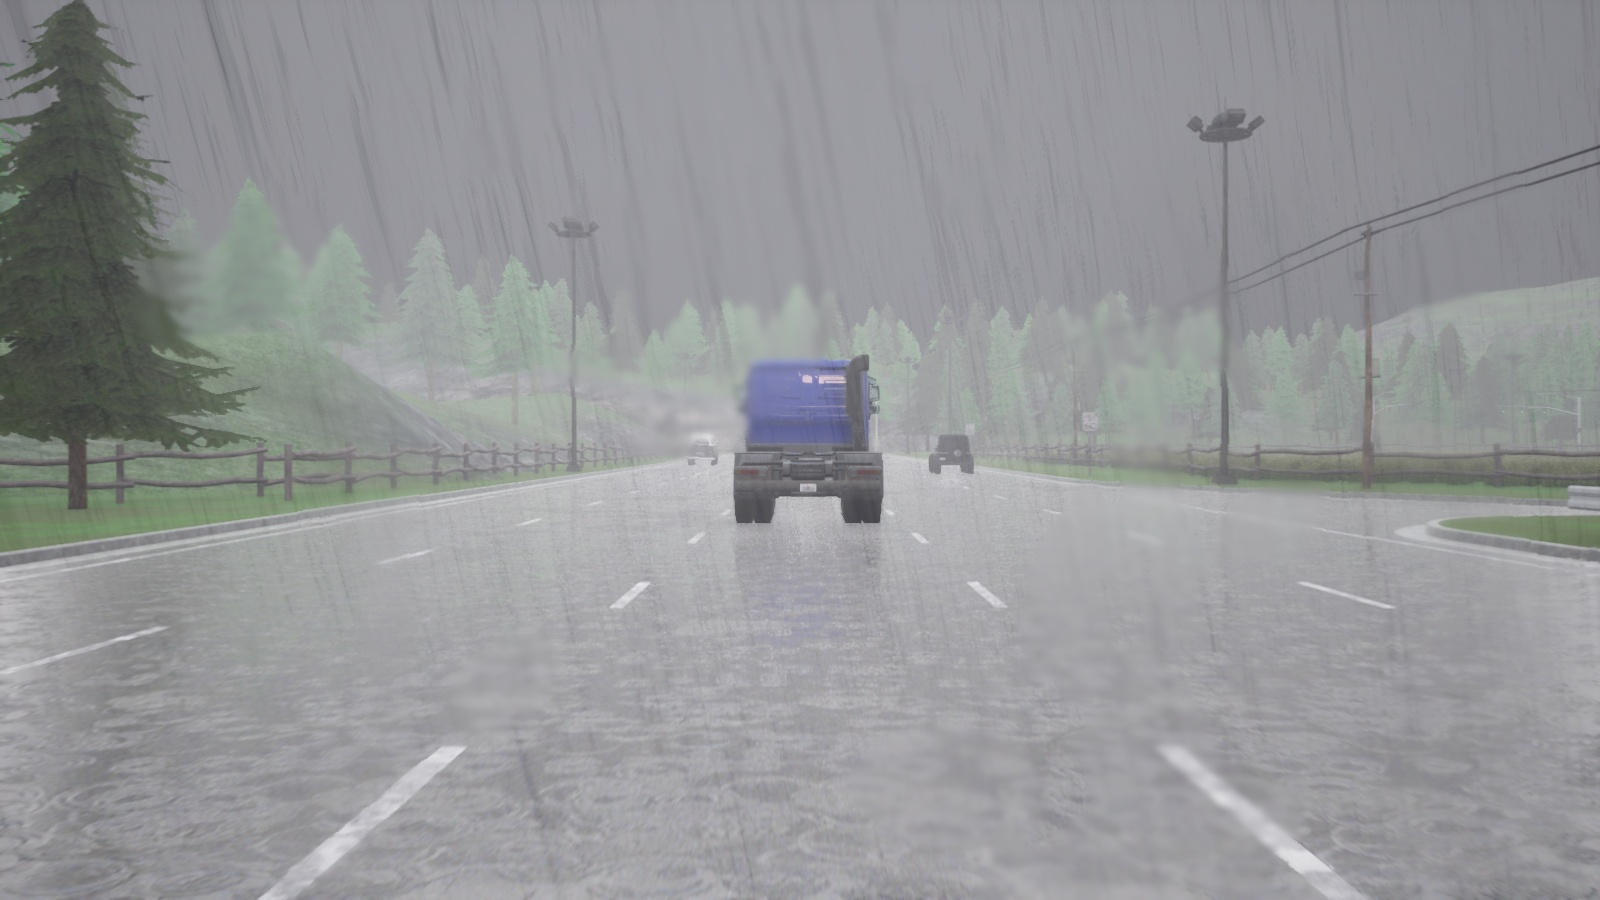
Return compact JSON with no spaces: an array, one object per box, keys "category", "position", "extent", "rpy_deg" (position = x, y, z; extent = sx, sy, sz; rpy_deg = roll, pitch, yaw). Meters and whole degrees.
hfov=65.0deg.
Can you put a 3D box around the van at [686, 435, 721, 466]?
[{"category":"van","position":[-6.505,-0.012,85.055],"extent":[2.069,2.038,4.480],"rpy_deg":[0,1,0]}]

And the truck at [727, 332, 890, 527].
[{"category":"truck","position":[0.164,-0.383,26.248],"extent":[2.891,3.462,7.936],"rpy_deg":[0,0,0]}]

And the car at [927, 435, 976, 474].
[{"category":"car","position":[7.361,0.203,61.297],"extent":[1.905,1.878,3.866],"rpy_deg":[0,0,0]}]
